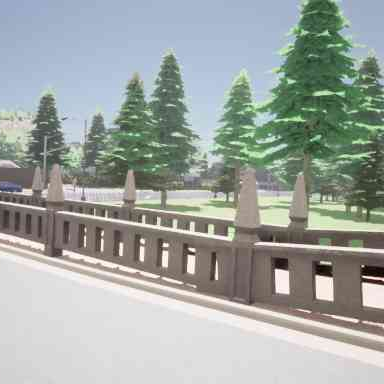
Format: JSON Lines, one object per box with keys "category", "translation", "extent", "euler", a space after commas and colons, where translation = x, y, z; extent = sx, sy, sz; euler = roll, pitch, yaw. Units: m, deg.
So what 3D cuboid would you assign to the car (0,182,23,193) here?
{"category": "car", "translation": [-21.375, -0.399, 36.976], "extent": [1.812, 1.442, 4.674], "euler": [4, 2, 37]}
